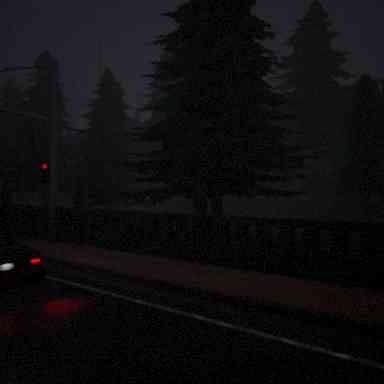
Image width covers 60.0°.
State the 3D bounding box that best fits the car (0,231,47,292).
[{"bbox_3d":[-5.694,1.521,8.032,5.357,1.411,2.033,0,0,36],"label":"car"}]
